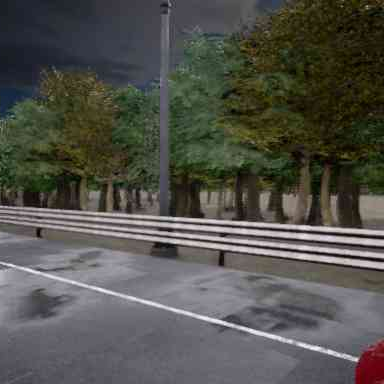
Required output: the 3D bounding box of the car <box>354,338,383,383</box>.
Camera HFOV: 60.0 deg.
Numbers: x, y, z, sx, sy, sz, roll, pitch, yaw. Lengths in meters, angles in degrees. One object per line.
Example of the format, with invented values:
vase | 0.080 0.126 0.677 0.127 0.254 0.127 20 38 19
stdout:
car | 3.431 1.492 1.423 5.008 1.535 1.882 0 0 36
